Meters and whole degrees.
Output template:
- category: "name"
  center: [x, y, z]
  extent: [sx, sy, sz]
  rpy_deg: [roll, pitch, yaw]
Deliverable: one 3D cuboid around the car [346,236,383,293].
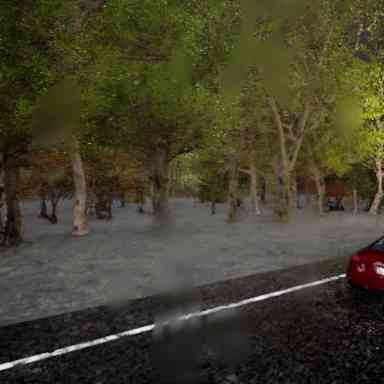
- category: "car"
  center: [5.495, 1.558, 7.791]
  extent: [4.181, 1.385, 1.994]
  rpy_deg: [0, 0, -35]
